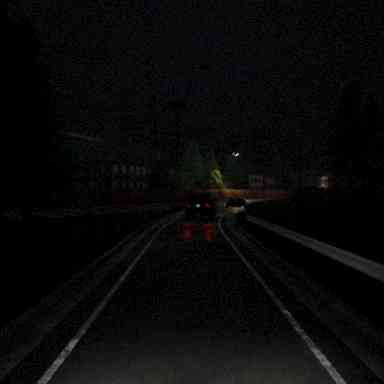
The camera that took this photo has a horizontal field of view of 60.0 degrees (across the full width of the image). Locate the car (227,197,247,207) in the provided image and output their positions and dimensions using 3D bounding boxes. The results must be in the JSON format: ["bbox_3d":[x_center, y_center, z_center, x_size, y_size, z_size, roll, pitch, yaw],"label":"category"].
[{"bbox_3d":[6.244,1.410,46.312,1.994,1.385,4.181,0,0,23],"label":"car"}]

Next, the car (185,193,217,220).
[{"bbox_3d":[0.820,1.130,27.444,2.150,2.045,5.566,0,0,8],"label":"car"}]
